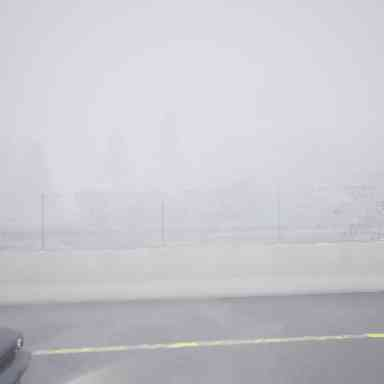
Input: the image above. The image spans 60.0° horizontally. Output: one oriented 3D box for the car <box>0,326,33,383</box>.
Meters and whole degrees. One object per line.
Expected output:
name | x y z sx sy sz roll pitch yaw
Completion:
car | -4.624 1.809 3.265 5.357 1.411 2.033 -1 -2 -5
